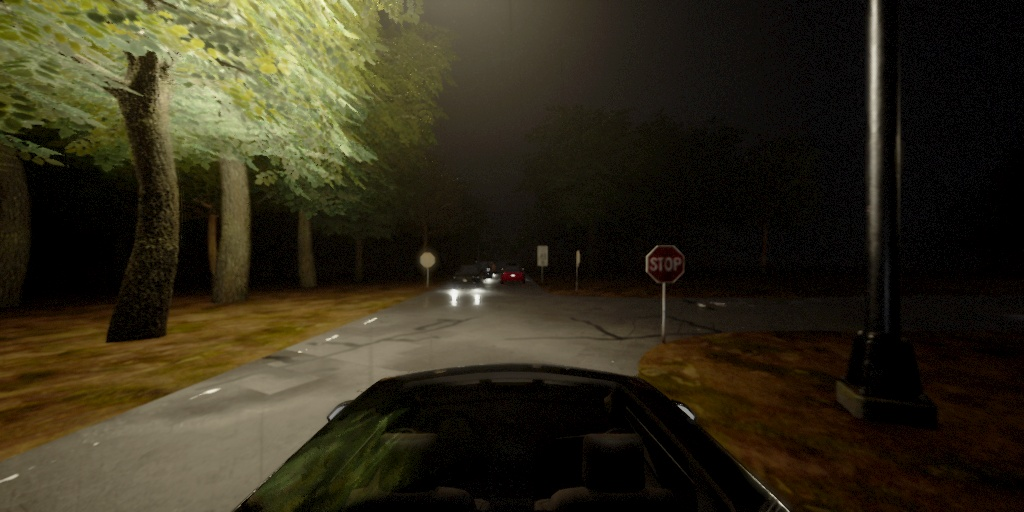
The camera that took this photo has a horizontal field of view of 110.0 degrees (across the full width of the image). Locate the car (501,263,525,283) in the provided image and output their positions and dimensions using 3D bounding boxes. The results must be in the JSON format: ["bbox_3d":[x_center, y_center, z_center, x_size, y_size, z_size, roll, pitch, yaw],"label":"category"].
[{"bbox_3d":[0.076,1.523,30.101,1.994,1.385,4.181,0,0,0],"label":"car"}]

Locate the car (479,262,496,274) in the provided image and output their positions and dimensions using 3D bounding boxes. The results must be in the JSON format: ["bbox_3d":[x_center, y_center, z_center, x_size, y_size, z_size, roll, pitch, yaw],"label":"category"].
[{"bbox_3d":[-3.124,1.524,47.259,1.882,1.535,5.008,0,0,0],"label":"car"}]

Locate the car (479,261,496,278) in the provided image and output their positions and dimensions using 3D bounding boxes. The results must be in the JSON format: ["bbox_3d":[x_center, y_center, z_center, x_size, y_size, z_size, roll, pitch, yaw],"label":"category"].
[{"bbox_3d":[-3.121,1.351,37.187,2.097,1.767,4.553,0,0,0],"label":"car"}]

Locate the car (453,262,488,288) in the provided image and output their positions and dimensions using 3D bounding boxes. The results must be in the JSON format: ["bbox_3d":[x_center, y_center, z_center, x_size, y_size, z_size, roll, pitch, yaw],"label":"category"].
[{"bbox_3d":[-3.110,1.399,26.287,1.882,1.535,5.008,1,-1,0],"label":"car"}]
